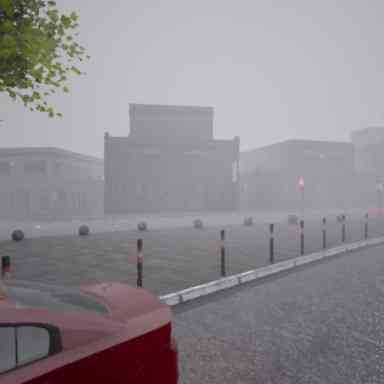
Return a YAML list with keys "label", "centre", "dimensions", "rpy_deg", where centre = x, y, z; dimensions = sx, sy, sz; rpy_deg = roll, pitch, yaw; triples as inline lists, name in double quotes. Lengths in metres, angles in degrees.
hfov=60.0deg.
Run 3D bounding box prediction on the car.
- label: "car"
  centre: [-2.376, 1.487, 2.193]
  dimensions: [5.008, 1.535, 1.882]
  rpy_deg: [-1, 1, -41]
